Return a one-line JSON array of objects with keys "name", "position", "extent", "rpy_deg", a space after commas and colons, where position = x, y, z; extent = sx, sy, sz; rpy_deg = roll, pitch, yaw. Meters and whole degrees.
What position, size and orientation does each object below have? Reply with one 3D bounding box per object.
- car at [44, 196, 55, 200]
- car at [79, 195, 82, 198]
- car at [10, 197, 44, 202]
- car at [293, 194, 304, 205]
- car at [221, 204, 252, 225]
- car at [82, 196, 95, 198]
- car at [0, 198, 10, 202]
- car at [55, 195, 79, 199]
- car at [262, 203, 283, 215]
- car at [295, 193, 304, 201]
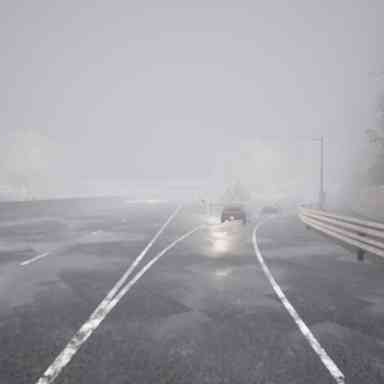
[{"name": "car", "position": [-28.128, 1.529, 65.590], "extent": [2.128, 1.511, 4.902], "rpy_deg": [0, 0, 0]}, {"name": "car", "position": [-28.158, 1.387, 81.752], "extent": [2.128, 1.511, 4.902], "rpy_deg": [0, 0, 0]}, {"name": "car", "position": [-24.646, 1.471, 49.933], "extent": [1.882, 1.535, 5.008], "rpy_deg": [0, 0, 0]}, {"name": "car", "position": [22.552, 1.889, 70.900], "extent": [2.033, 1.411, 5.357], "rpy_deg": [0, 3, 20]}, {"name": "car", "position": [3.500, 1.680, 25.830], "extent": [1.837, 1.490, 4.892], "rpy_deg": [0, -3, 16]}, {"name": "car", "position": [-24.659, 1.372, 82.175], "extent": [2.128, 1.511, 4.902], "rpy_deg": [0, 0, 0]}, {"name": "car", "position": [-28.135, 1.592, 49.551], "extent": [1.895, 1.301, 4.718], "rpy_deg": [0, 0, 0]}, {"name": "car", "position": [-24.628, 1.484, 65.905], "extent": [1.882, 1.535, 5.008], "rpy_deg": [0, 0, 0]}, {"name": "car", "position": [10.372, 2.143, 43.151], "extent": [1.812, 1.442, 4.674], "rpy_deg": [0, -1, 25]}, {"name": "car", "position": [26.165, 1.262, 80.740], "extent": [2.128, 1.511, 4.902], "rpy_deg": [0, 4, 19]}]
